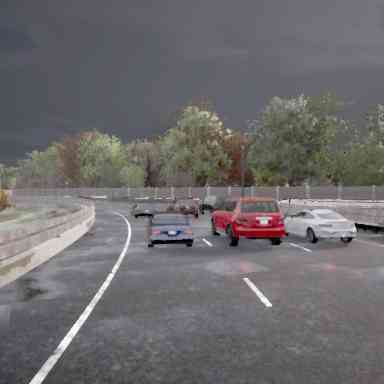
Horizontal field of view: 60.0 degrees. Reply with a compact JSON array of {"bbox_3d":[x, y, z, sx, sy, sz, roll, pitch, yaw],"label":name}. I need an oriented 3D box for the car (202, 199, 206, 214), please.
[{"bbox_3d":[2.375,1.256,31.740,2.150,2.045,5.566,0,0,-16],"label":"car"}]

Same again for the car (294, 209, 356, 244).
[{"bbox_3d":[5.840,1.531,15.846,1.812,1.442,4.674,0,0,-8],"label":"car"}]

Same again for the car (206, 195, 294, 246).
[{"bbox_3d":[2.372,1.256,15.377,2.150,2.045,5.566,0,0,-8],"label":"car"}]

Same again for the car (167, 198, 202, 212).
[{"bbox_3d":[-0.966,1.364,30.695,2.097,1.767,4.553,0,0,-16],"label":"car"}]

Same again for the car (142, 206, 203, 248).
[{"bbox_3d":[-1.088,1.561,14.848,2.033,1.411,5.357,0,0,-8],"label":"car"}]

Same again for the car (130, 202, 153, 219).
[{"bbox_3d":[-4.332,1.571,29.736,1.994,1.385,4.181,0,0,-16],"label":"car"}]
